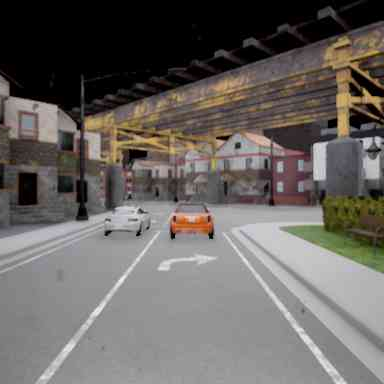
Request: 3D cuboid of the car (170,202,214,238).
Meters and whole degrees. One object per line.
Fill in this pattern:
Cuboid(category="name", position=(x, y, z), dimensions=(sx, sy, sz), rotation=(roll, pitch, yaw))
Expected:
Cuboid(category="car", position=(0.008, 1.321, 17.627), dimensions=(2.097, 1.767, 4.553), rotation=(0, 0, 0))

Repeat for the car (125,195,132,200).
Cuboid(category="car", position=(-17.049, 1.313, 80.390), dimensions=(4.974, 1.542, 2.038), rotation=(0, 0, -15))

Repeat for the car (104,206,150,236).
Cuboid(category="car", position=(-3.447, 1.494, 18.163), dimensions=(1.812, 1.442, 4.674), rotation=(0, 0, 1))

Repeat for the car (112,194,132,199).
Cuboid(category="car", position=(-16.999, 1.156, 80.403), dimensions=(4.536, 1.218, 1.853), rotation=(0, 0, -15))
